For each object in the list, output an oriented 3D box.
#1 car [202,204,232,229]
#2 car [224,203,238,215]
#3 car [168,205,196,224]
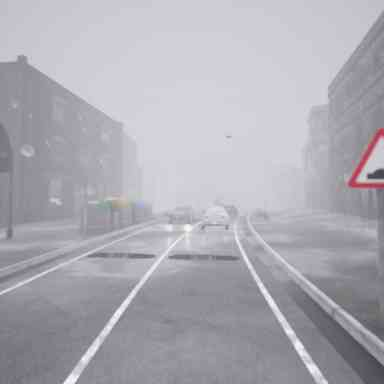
[{"bbox_3d":[1.756,1.825,24.002,1.812,1.442,4.674,0,-1,7],"label":"car"},{"bbox_3d":[4.729,2.072,41.861,2.163,1.488,4.792,0,-1,11],"label":"car"},{"bbox_3d":[-0.791,1.886,28.740,1.837,1.490,4.892,0,-1,9],"label":"car"}]
